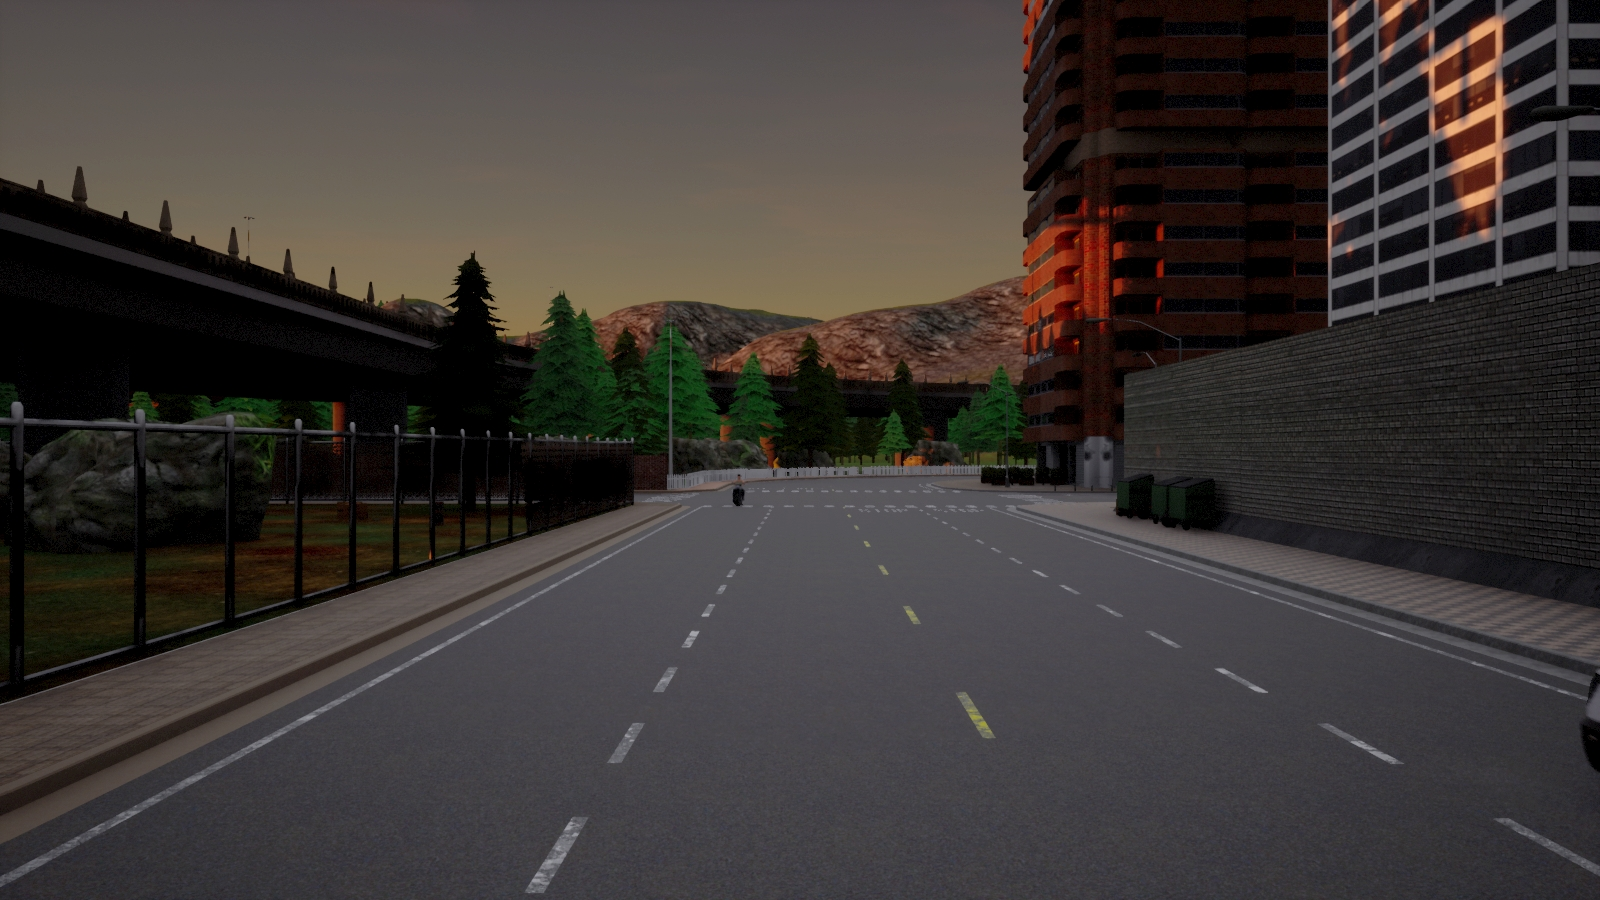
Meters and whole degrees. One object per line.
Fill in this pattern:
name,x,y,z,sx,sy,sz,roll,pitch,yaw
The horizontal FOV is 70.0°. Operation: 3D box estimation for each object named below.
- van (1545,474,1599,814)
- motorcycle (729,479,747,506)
van,7.027,1.479,6.336,1.988,2.561,5.915,0,0,1
motorcycle,-3.104,2.132,57.460,0.764,1.307,2.356,0,-1,0
